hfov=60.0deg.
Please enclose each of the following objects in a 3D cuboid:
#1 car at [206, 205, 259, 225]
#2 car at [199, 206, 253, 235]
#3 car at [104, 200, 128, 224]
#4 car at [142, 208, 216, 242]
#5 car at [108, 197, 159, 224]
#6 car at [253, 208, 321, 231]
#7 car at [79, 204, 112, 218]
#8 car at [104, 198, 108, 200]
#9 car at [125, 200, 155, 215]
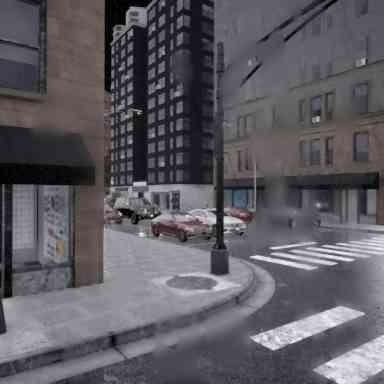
[{"bbox_3d":[3.155,1.795,26.537,1.802,1.307,4.206,0,0,-35],"label":"car"},{"bbox_3d":[1.071,1.663,19.126,1.812,1.442,4.674,0,-1,-34],"label":"car"},{"bbox_3d":[-6.988,1.670,26.160,1.967,1.590,4.097,0,0,-35],"label":"car"},{"bbox_3d":[-0.644,1.701,17.098,1.802,1.307,4.206,0,0,-35],"label":"car"},{"bbox_3d":[-4.611,1.459,27.262,2.150,2.045,5.566,0,-1,-35],"label":"car"},{"bbox_3d":[6.325,1.709,22.007,2.008,1.369,4.403,0,0,-35],"label":"car"},{"bbox_3d":[-10.356,1.940,35.487,1.895,1.301,4.718,0,-1,-35],"label":"car"},{"bbox_3d":[-12.698,1.810,49.187,2.192,1.841,5.009,0,0,-35],"label":"car"},{"bbox_3d":[-6.357,1.821,40.127,1.967,1.590,4.097,0,0,-35],"label":"car"}]
